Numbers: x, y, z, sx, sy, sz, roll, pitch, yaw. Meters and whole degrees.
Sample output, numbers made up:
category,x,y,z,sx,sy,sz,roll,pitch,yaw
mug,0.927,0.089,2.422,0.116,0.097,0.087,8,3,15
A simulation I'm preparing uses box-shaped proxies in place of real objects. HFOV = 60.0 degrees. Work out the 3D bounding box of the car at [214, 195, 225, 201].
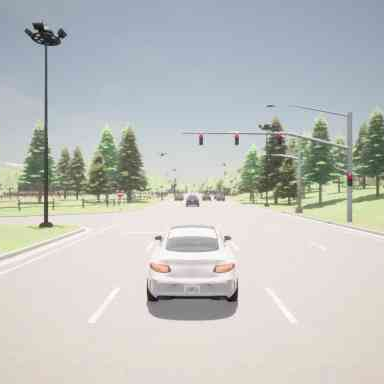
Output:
category,x,y,z,sx,sy,sz,roll,pitch,yaw
car,7.152,1.517,82.647,2.128,1.511,4.902,0,0,0

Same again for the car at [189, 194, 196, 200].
category,x,y,z,sx,sy,sz,roll,pitch,yaw
car,0.171,1.332,93.079,1.837,1.490,4.892,0,0,0

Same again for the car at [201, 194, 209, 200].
category,x,y,z,sx,sy,sz,roll,pitch,yaw
car,3.671,1.372,93.073,2.033,1.411,5.357,0,0,0

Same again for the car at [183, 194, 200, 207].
category,x,y,z,sx,sy,sz,roll,pitch,yaw
car,0.096,1.352,52.017,2.097,1.767,4.553,0,0,0

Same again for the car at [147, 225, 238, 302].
category,x,y,z,sx,sy,sz,roll,pitch,yaw
car,0.021,1.526,8.143,1.812,1.442,4.674,0,0,0

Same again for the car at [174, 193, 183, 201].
category,x,y,z,sx,sy,sz,roll,pitch,yaw
car,-3.347,1.544,83.049,1.994,1.385,4.181,0,0,0

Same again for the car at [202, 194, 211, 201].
category,x,y,z,sx,sy,sz,roll,pitch,yaw
car,3.653,1.348,83.040,2.097,1.767,4.553,0,0,0

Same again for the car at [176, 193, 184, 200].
category,x,y,z,sx,sy,sz,roll,pitch,yaw
car,-3.329,1.187,93.056,2.097,1.767,4.553,0,0,0

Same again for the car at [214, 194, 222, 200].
category,x,y,z,sx,sy,sz,roll,pitch,yaw
car,7.171,1.385,93.067,1.994,1.385,4.181,0,0,0

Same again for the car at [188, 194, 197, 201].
category,x,y,z,sx,sy,sz,roll,pitch,yaw
car,0.153,1.348,83.046,2.097,1.767,4.553,0,0,0
